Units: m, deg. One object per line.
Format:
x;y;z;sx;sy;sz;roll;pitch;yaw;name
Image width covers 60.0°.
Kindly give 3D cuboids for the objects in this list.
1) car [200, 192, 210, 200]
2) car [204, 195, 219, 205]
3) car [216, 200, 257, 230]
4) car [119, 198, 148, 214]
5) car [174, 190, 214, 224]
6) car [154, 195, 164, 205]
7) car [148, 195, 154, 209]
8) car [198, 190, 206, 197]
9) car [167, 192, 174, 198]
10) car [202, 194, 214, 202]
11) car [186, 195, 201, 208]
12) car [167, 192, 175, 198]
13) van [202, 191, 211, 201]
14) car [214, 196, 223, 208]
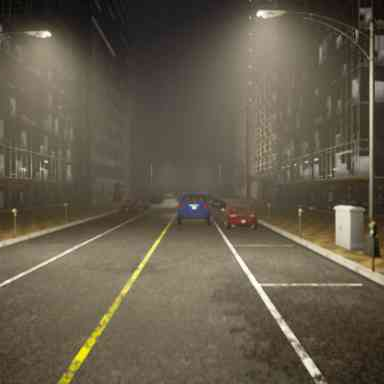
2.816;0.826;71.022;1.967;1.590;4.097;0;1;0;car
2.776;1.162;48.255;1.947;1.339;4.313;0;1;0;car
2.727;1.387;19.795;1.887;1.381;4.507;0;0;0;car
-5.634;1.290;31.200;1.887;1.381;4.507;0;0;0;car
0.139;1.037;22.942;2.150;2.045;5.566;0;1;0;car
-5.604;1.140;48.278;1.887;1.381;4.507;0;1;0;car
-5.624;1.277;36.894;1.802;1.307;4.206;0;0;0;car
2.857;0.479;93.789;2.192;1.841;5.009;0;1;0;car
-5.545;0.802;82.262;1.752;1.417;4.829;0;1;0;car
2.796;1.058;59.639;1.947;1.339;4.313;0;1;0;car
0.173;1.160;41.582;1.837;1.490;4.892;0;1;0;car
-5.535;0.770;88.125;2.008;1.369;4.403;0;1;0;car
2.806;0.781;65.331;1.690;1.788;3.998;0;1;0;van
2.756;1.262;36.871;1.947;1.339;4.313;0;1;0;car
